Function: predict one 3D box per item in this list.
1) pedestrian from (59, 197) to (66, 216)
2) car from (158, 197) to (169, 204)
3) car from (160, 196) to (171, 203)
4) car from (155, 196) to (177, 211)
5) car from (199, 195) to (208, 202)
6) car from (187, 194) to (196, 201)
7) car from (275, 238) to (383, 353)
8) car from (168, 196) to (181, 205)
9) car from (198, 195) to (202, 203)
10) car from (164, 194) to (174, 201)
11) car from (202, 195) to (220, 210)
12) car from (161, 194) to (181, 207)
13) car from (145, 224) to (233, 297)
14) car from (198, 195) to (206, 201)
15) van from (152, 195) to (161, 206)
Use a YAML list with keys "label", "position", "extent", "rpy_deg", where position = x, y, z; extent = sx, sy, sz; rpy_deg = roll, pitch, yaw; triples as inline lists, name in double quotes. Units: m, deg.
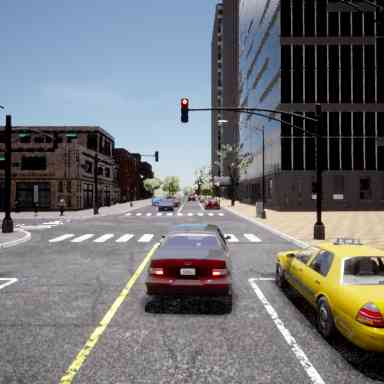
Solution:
- label: "pedestrian"
  position: [-12.569, 1.369, 32.087]
  extent: [0.375, 1.860, 0.375]
  rpy_deg: [0, 0, 1]
- label: "car"
  position: [-5.729, 1.607, 66.249]
  extent: [1.802, 1.307, 4.206]
  rpy_deg: [1, 0, 0]
- label: "car"
  position: [-5.733, 1.594, 71.784]
  extent: [1.947, 1.339, 4.313]
  rpy_deg: [1, 0, 0]
- label: "car"
  position: [-3.154, 1.562, 41.084]
  extent: [2.033, 1.411, 5.357]
  rpy_deg: [0, 0, -3]
- label: "car"
  position: [2.644, 1.556, 77.483]
  extent: [1.752, 1.417, 4.829]
  rpy_deg: [1, 0, 0]
- label: "car"
  position: [-0.061, 1.387, 81.614]
  extent: [2.097, 1.767, 4.553]
  rpy_deg: [0, 0, 0]
- label: "car"
  position: [2.834, 1.527, 6.326]
  extent: [1.752, 1.417, 4.829]
  rpy_deg: [1, 0, 0]
- label: "car"
  position: [-3.112, 1.515, 61.360]
  extent: [2.128, 1.511, 4.902]
  rpy_deg: [0, 0, 0]
- label: "car"
  position: [2.648, 1.553, 71.948]
  extent: [1.752, 1.417, 4.829]
  rpy_deg: [1, 0, 0]
- label: "car"
  position: [-5.737, 1.348, 82.852]
  extent: [2.192, 1.841, 5.009]
  rpy_deg: [1, 0, 0]
- label: "car"
  position: [2.670, 1.456, 44.103]
  extent: [1.967, 1.590, 4.097]
  rpy_deg: [1, 0, 0]
- label: "car"
  position: [-3.133, 1.371, 50.983]
  extent: [2.097, 1.767, 4.553]
  rpy_deg: [0, 0, 0]
- label: "car"
  position: [0.068, 1.550, 8.775]
  extent: [2.033, 1.411, 5.357]
  rpy_deg: [0, 0, 3]
- label: "car"
  position: [2.635, 1.580, 88.382]
  extent: [1.887, 1.381, 4.507]
  rpy_deg: [1, 0, 0]
- label: "van"
  position: [-5.717, 1.362, 55.181]
  extent: [1.690, 1.788, 3.998]
  rpy_deg: [1, 0, 0]
